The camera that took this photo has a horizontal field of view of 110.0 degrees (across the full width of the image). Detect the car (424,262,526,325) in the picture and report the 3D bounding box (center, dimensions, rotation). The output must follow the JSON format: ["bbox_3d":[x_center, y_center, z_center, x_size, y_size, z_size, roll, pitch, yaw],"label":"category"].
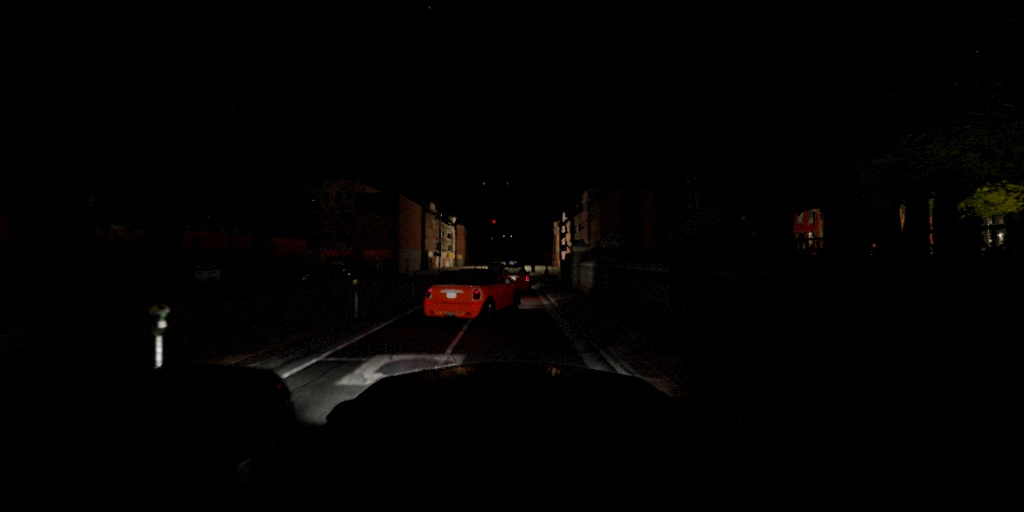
[{"bbox_3d":[-1.199,1.207,12.692,2.097,1.767,4.553,0,0,16],"label":"car"}]

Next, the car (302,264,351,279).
[{"bbox_3d":[-19.103,1.605,36.753,4.892,1.490,1.837,0,0,0],"label":"car"}]

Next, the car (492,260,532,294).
[{"bbox_3d":[0.091,1.295,21.952,2.097,1.767,4.553,0,-1,1],"label":"car"}]

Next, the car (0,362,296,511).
[{"bbox_3d":[-3.023,1.252,1.530,1.837,1.490,4.892,0,-1,0],"label":"car"}]
